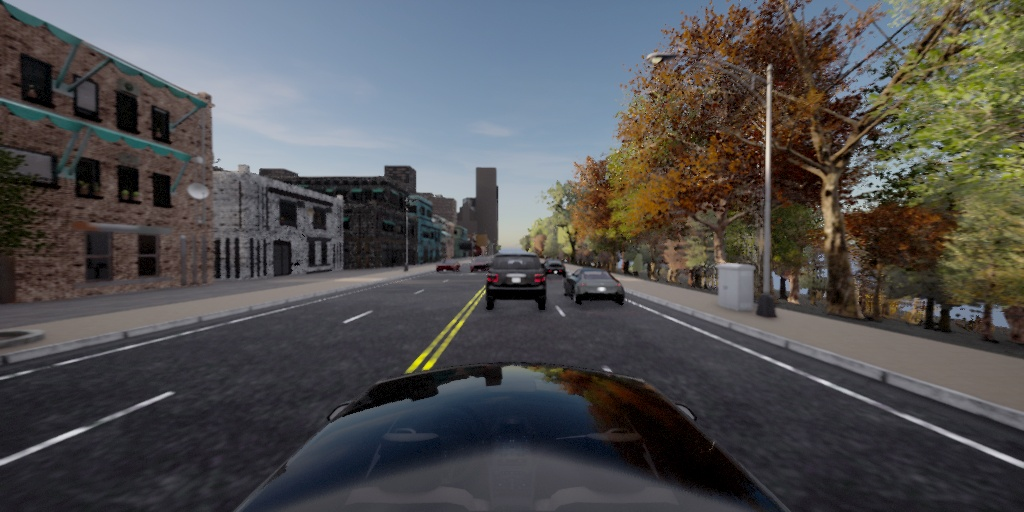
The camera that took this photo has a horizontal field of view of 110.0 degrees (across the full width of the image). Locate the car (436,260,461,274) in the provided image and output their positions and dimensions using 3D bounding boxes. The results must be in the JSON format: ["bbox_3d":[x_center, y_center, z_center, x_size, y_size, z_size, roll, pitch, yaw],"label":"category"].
[{"bbox_3d":[-6.415,1.058,36.490,1.895,1.301,4.718,0,0,0],"label":"car"}]

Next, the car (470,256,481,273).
[{"bbox_3d":[-3.155,0.809,37.550,2.097,1.767,4.553,0,0,0],"label":"car"}]

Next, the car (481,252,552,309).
[{"bbox_3d":[0.157,0.870,14.512,2.150,2.045,5.566,0,0,0],"label":"car"}]

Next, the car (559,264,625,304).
[{"bbox_3d":[3.410,1.212,15.580,1.994,1.385,4.181,0,0,0],"label":"car"}]

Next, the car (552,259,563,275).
[{"bbox_3d":[3.497,1.030,31.026,1.837,1.490,4.892,0,0,0],"label":"car"}]
